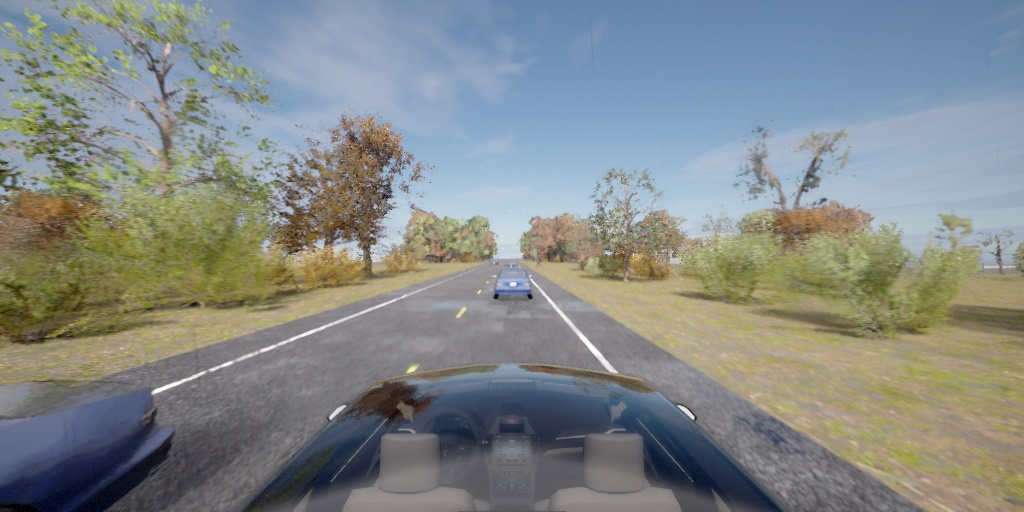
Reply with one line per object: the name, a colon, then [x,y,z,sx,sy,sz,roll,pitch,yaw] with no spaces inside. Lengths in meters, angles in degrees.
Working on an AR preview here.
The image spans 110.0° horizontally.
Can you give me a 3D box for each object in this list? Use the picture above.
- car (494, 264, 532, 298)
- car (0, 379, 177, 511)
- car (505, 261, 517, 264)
car: [0.040,1.299,18.378,2.033,1.411,5.357,0,0,0]
car: [-3.601,1.298,0.418,2.033,1.411,5.357,0,0,0]
car: [-0.091,1.300,46.296,2.033,1.411,5.357,0,0,0]
